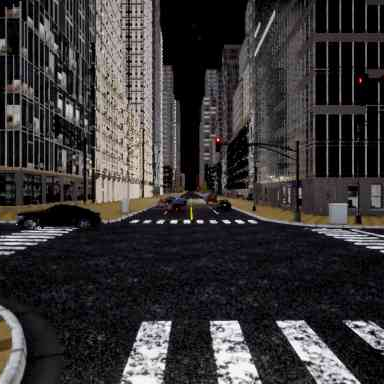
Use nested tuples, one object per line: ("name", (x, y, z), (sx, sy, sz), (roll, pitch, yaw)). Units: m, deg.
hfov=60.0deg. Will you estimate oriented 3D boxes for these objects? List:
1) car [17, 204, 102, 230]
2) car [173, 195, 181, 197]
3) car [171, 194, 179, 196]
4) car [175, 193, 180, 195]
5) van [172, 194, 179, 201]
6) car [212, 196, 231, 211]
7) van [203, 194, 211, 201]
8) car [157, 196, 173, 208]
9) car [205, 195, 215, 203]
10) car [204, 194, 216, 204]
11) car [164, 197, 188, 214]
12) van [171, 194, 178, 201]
("car", (-7.764, 1.430, 19.776), (4.674, 1.442, 1.812), (2, 1, -19))
("car", (-1.607, 1.608, 52.839), (1.895, 1.301, 4.718), (0, 0, 0))
("car", (-4.133, 1.564, 63.861), (1.947, 1.339, 4.313), (0, 0, 0))
("car", (-4.186, 1.426, 74.917), (1.967, 1.590, 4.097), (0, 0, 0))
("van", (-4.239, 1.315, 85.971), (1.690, 1.788, 3.998), (0, 0, 0))
("car", (3.903, 1.579, 41.790), (1.947, 1.339, 4.313), (0, 0, 0))
("van", (3.667, 1.321, 80.482), (1.690, 1.788, 3.998), (0, 0, 0))
("car", (-4.053, 1.593, 47.278), (1.802, 1.307, 4.206), (0, 0, 0))
("car", (3.721, 1.432, 69.427), (1.967, 1.590, 4.097), (0, 0, 0))
("car", (3.747, 1.313, 63.899), (2.192, 1.841, 5.009), (0, 0, 0))
("car", (-1.531, 1.579, 35.503), (1.994, 1.385, 4.181), (0, 0, 0))
("van", (-4.213, 1.321, 80.444), (1.690, 1.788, 3.998), (0, 0, 0))
